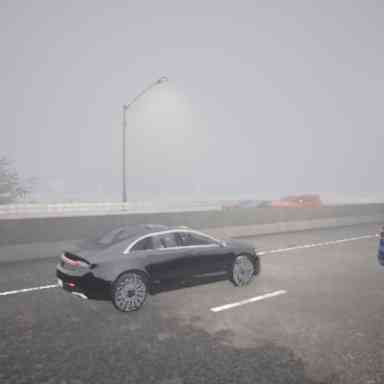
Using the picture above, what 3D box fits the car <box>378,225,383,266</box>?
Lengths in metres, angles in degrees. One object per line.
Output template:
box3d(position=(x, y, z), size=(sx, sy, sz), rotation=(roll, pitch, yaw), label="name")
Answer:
box3d(position=(7.143, 1.205, 8.835), size=(5.566, 2.045, 2.150), rotation=(0, 0, -35), label="car")

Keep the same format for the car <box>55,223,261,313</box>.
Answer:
box3d(position=(-0.512, 1.486, 7.677), size=(4.902, 1.511, 2.128), rotation=(0, 0, -35), label="car")

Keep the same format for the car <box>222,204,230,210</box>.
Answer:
box3d(position=(5.206, 1.441, 33.483), size=(5.008, 1.535, 1.882), rotation=(0, 0, -35), label="car")

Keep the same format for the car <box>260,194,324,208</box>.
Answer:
box3d(position=(8.499, 1.187, 27.237), size=(5.566, 2.045, 2.150), rotation=(0, 0, -35), label="car")

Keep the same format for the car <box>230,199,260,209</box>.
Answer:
box3d(position=(6.091, 1.443, 29.817), size=(5.008, 1.535, 1.882), rotation=(0, 0, -35), label="car")
